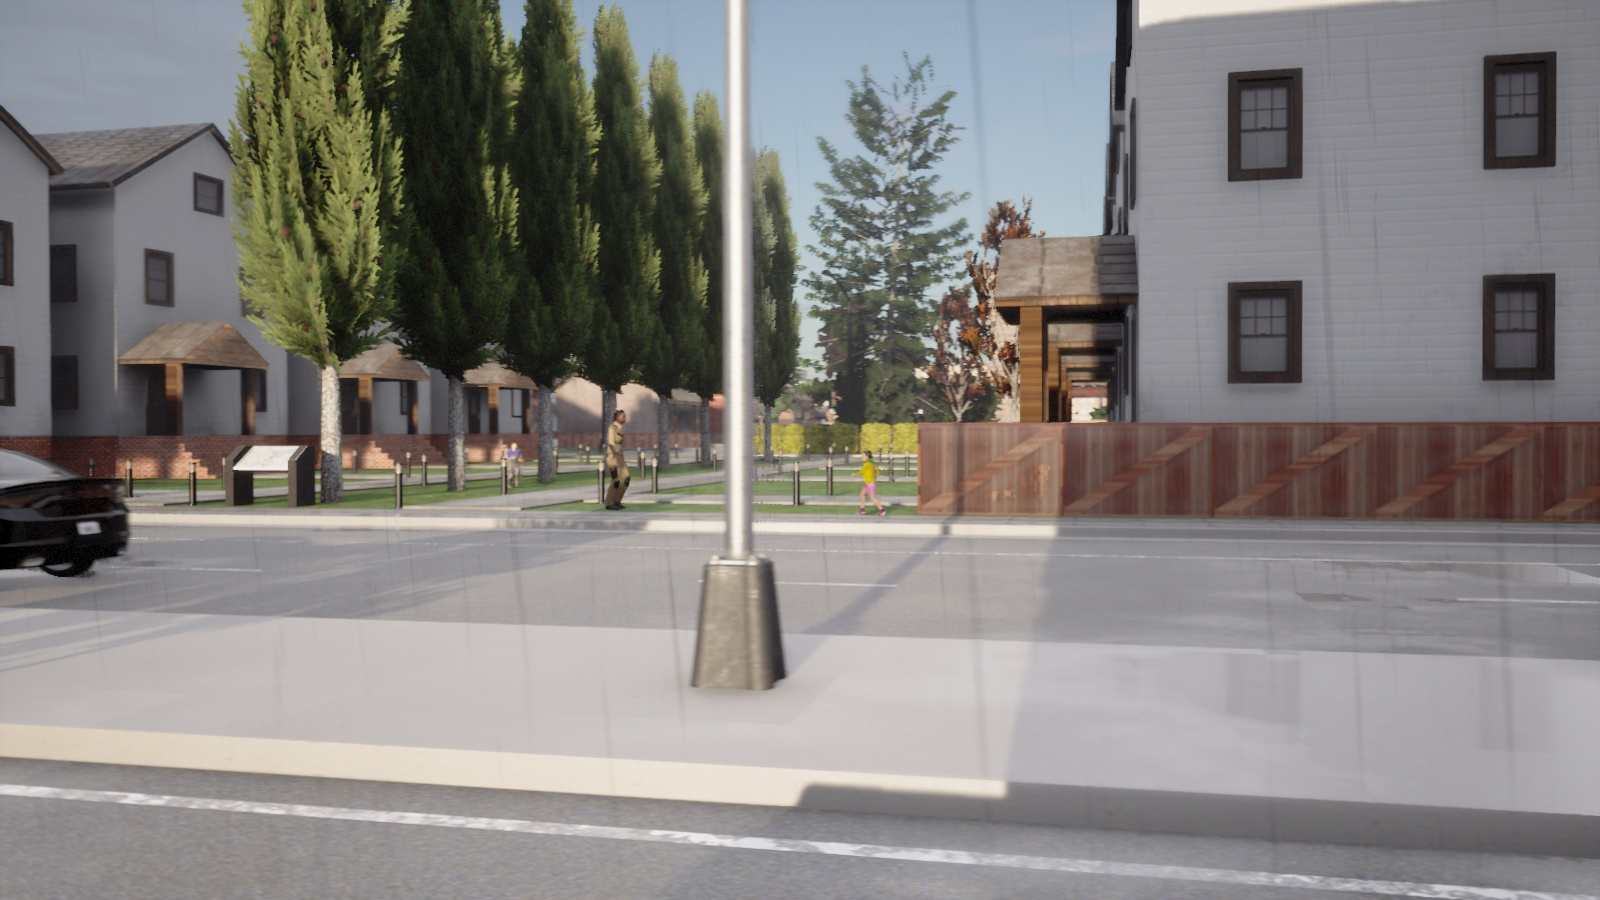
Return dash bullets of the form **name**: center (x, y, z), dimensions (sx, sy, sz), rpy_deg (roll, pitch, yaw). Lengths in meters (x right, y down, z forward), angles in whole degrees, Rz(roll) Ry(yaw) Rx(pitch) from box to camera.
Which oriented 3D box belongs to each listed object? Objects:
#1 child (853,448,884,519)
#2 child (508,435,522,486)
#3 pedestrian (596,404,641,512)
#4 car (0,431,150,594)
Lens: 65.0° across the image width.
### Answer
- **child**: center (1.140, 0.557, 20.917), dimensions (0.473, 1.160, 0.299), rpy_deg (0, 1, 13)
- **child**: center (-7.236, 0.261, 31.915), dimensions (0.270, 1.263, 0.437), rpy_deg (0, 1, -23)
- **pedestrian**: center (-3.269, 0.134, 22.617), dimensions (0.692, 1.930, 0.396), rpy_deg (0, 1, 15)
- **car**: center (-9.761, 0.566, 13.379), dimensions (5.008, 1.535, 1.882), rpy_deg (0, 1, 13)
